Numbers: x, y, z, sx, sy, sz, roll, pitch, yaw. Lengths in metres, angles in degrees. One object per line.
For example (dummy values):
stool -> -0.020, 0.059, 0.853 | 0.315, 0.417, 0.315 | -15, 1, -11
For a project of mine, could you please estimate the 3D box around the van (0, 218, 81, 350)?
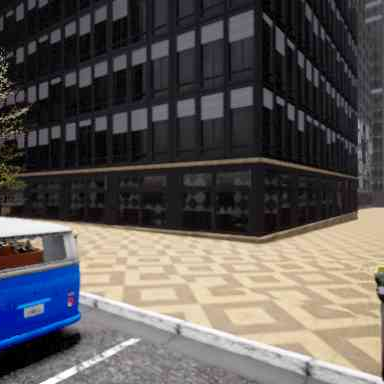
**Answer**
van -> -3.567, 1.304, 5.432 | 3.998, 1.788, 1.690 | 0, 0, 35
